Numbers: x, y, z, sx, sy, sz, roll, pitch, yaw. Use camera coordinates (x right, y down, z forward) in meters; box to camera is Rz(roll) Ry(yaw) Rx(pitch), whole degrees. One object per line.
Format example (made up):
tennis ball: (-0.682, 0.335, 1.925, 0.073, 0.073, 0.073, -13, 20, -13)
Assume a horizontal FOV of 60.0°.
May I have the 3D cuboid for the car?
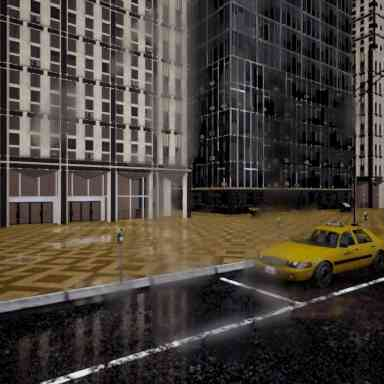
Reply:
car: (3.817, 1.532, 9.263, 4.829, 1.417, 1.752, 0, 0, -35)
